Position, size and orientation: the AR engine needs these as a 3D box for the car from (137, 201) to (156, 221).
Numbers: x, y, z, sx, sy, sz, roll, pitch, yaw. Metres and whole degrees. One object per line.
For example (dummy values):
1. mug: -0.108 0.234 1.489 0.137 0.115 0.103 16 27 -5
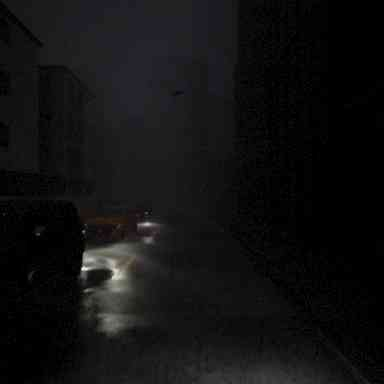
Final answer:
1. car: -4.064 1.525 27.490 1.837 1.490 4.892 0 0 0

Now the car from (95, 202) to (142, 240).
1. car: -4.082 1.490 17.366 1.882 1.535 5.008 0 0 0

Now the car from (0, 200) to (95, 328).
1. car: -4.094 1.227 7.340 2.150 2.045 5.566 0 0 0
